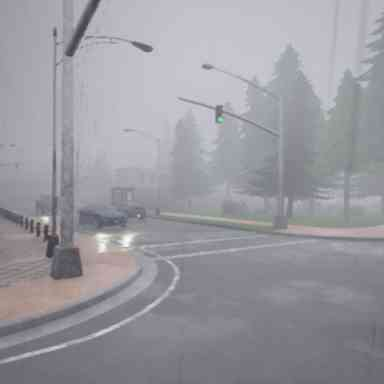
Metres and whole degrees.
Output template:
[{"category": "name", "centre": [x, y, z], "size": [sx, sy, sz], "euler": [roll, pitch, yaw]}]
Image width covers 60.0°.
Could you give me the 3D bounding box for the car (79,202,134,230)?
[{"category": "car", "centre": [-5.934, 1.506, 21.933], "size": [1.882, 1.535, 5.008], "euler": [0, 0, -35]}]

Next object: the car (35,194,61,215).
[{"category": "car", "centre": [-14.873, 1.246, 34.846], "size": [2.150, 2.045, 5.566], "euler": [0, 1, -35]}]

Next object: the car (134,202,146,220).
[{"category": "car", "centre": [-5.480, 1.575, 27.594], "size": [1.837, 1.490, 4.892], "euler": [0, -1, -35]}]
